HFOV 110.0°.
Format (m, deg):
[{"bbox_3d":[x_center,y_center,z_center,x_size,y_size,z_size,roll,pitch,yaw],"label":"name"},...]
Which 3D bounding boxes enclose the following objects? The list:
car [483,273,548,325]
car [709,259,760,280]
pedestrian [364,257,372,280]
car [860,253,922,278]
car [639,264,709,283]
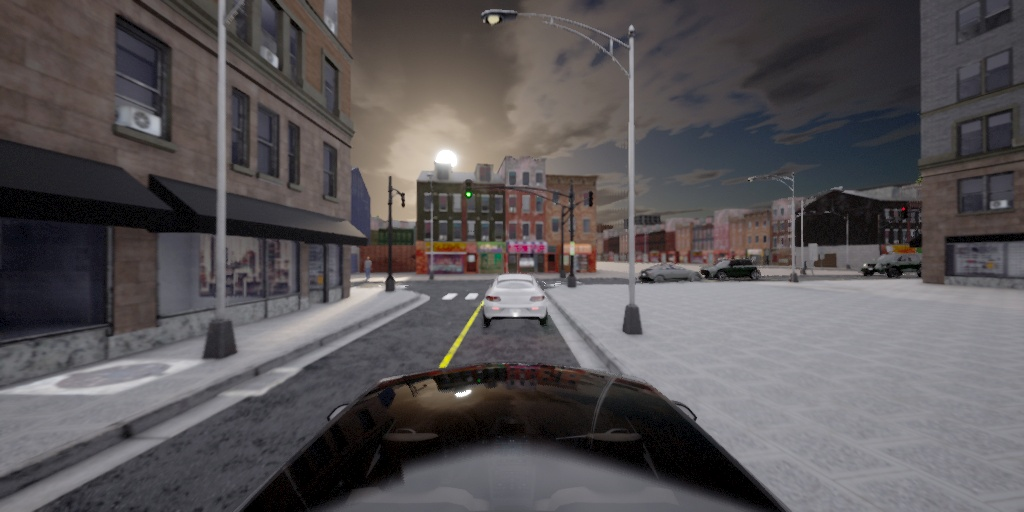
[{"bbox_3d":[0.096,1.275,11.638,1.812,1.442,4.674,0,0,0],"label":"car"},{"bbox_3d":[17.849,1.058,29.638,4.553,1.767,2.097,0,0,-9],"label":"car"},{"bbox_3d":[-11.203,0.944,27.851,0.375,1.860,0.375,0,0,-9],"label":"pedestrian"},{"bbox_3d":[34.552,0.798,32.272,5.566,2.045,2.150,0,0,-9],"label":"car"},{"bbox_3d":[11.305,1.271,25.645,4.181,1.385,1.994,0,0,-9],"label":"car"}]
